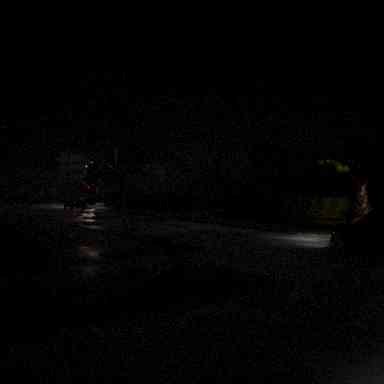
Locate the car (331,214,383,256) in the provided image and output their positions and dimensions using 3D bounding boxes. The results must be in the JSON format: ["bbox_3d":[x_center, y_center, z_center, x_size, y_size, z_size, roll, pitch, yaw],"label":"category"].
[{"bbox_3d":[6.762,1.477,11.350,1.882,1.535,5.008,2,0,-7],"label":"car"}]

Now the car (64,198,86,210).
[{"bbox_3d":[-15.505,1.491,44.026,2.128,1.511,4.902,0,0,-36],"label":"car"}]
